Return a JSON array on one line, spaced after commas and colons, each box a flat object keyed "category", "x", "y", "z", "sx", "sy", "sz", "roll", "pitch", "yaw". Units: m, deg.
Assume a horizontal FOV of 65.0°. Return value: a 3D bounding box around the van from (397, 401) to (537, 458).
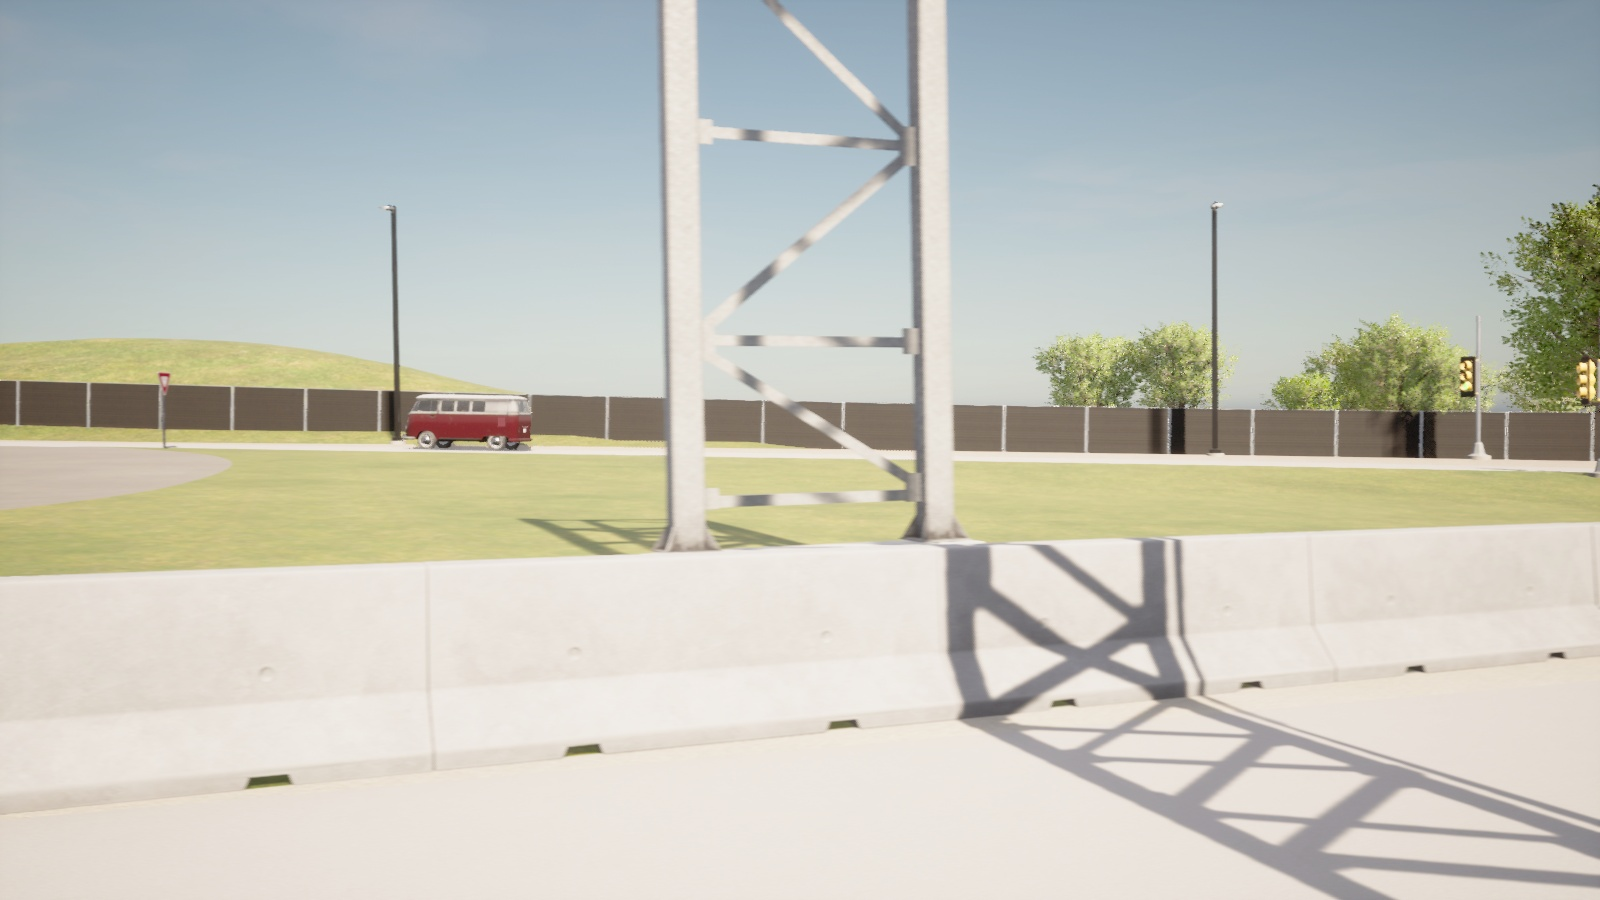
[{"category": "van", "x": -11.875, "y": -0.732, "z": 44.916, "sx": 4.442, "sy": 1.987, "sz": 1.775, "roll": 0, "pitch": 2, "yaw": 6}]
